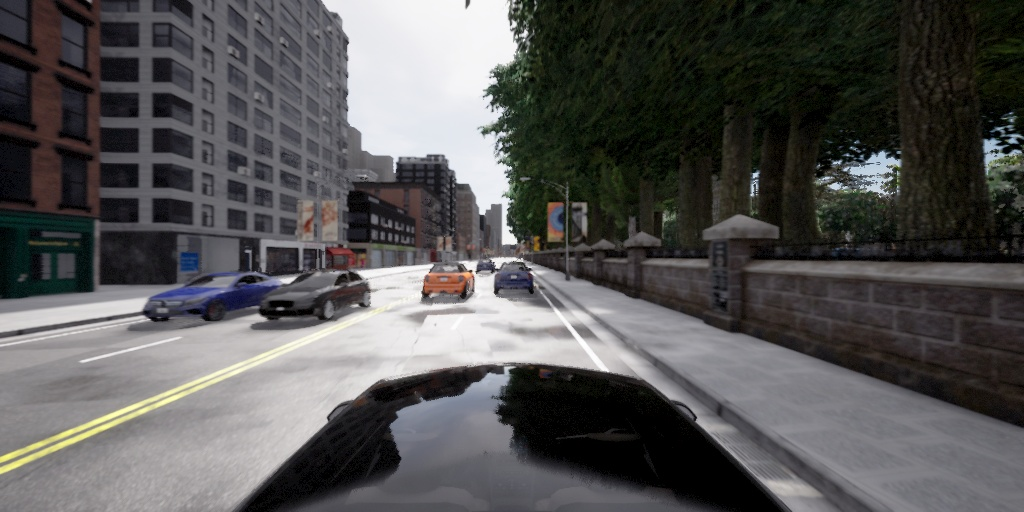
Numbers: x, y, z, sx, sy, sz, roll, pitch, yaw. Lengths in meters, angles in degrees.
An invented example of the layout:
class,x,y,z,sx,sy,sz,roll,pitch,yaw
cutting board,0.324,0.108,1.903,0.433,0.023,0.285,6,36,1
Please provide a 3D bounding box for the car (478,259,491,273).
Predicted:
class,x,y,z,sx,sy,sz,roll,pitch,yaw
car,-3.169,1.106,44.011,2.097,1.767,4.553,0,0,0

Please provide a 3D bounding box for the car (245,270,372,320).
class,x,y,z,sx,sy,sz,roll,pitch,yaw
car,-6.574,1.257,12.626,1.837,1.490,4.892,0,0,0

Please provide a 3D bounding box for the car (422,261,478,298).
class,x,y,z,sx,sy,sz,roll,pitch,yaw
car,-3.156,1.104,18.709,2.097,1.767,4.553,0,0,0

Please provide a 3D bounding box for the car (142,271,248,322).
class,x,y,z,sx,sy,sz,roll,pitch,yaw
car,-9.824,1.277,12.397,1.812,1.442,4.674,0,0,0

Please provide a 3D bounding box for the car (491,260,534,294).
class,x,y,z,sx,sy,sz,roll,pitch,yaw
car,0.092,1.105,20.633,2.097,1.767,4.553,0,0,0
